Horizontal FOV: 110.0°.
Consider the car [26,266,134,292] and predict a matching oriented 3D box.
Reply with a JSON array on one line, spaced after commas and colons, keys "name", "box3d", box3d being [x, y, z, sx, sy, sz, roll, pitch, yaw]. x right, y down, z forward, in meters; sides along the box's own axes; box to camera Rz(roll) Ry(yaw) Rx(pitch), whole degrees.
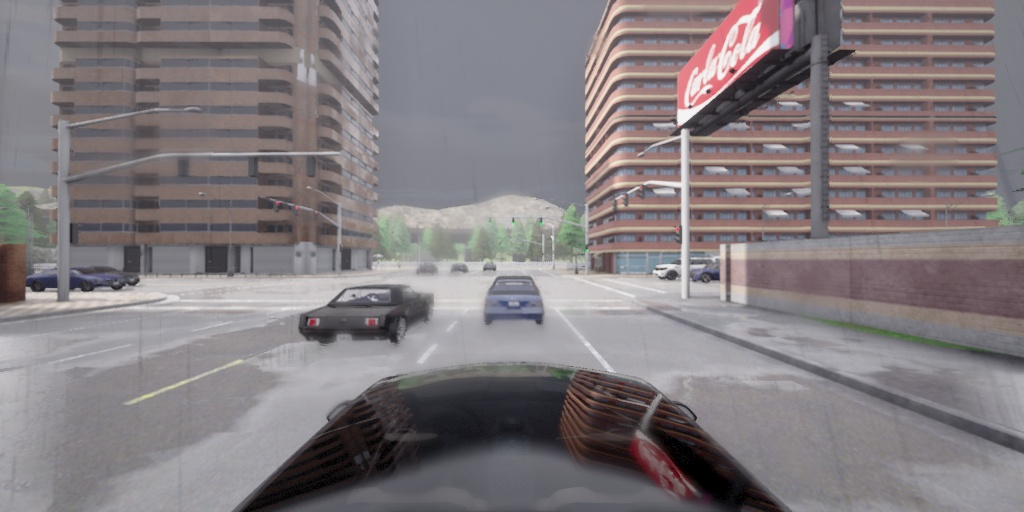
[{"name": "car", "box3d": [-26.410, 1.412, 21.778, 4.674, 1.442, 1.812, 0, 0, -1]}]

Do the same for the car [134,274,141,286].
[{"name": "car", "box3d": [-29.131, 1.435, 25.259, 4.674, 1.442, 1.812, 0, 0, -1]}]

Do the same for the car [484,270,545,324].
[{"name": "car", "box3d": [0.073, 1.368, 12.211, 2.033, 1.411, 5.357, 0, 0, 0]}]

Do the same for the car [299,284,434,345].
[{"name": "car", "box3d": [-3.431, 1.404, 9.591, 1.895, 1.301, 4.718, 0, 0, 0]}]

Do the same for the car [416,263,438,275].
[{"name": "car", "box3d": [-10.617, 1.606, 45.106, 1.994, 1.385, 4.181, 0, 0, 1]}]

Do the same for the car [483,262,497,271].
[{"name": "car", "box3d": [-3.469, 1.681, 56.283, 1.994, 1.385, 4.181, 0, 0, 0]}]

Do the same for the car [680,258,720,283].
[{"name": "car", "box3d": [16.724, 1.286, 29.238, 4.553, 1.767, 2.097, 0, 0, 0]}]

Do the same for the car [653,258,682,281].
[{"name": "car", "box3d": [15.888, 1.180, 32.735, 5.566, 2.045, 2.150, 0, 0, 0]}]

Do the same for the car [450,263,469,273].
[{"name": "car", "box3d": [-7.101, 1.631, 48.923, 1.994, 1.385, 4.181, 0, 0, 1]}]
